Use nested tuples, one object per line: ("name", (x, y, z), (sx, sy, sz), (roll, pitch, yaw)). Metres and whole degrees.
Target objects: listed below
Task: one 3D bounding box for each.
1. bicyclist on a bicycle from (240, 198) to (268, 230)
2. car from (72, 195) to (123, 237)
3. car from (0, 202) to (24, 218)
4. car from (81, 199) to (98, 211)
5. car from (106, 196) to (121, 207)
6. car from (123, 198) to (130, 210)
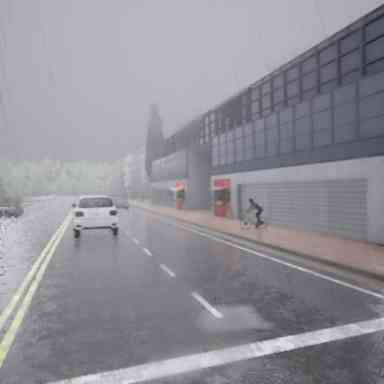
("bicyclist on a bicycle", (3.198, 1.143, 17.145), (1.656, 1.620, 0.582), (-1, 0, -18))
("car", (-5.354, 1.197, 18.376), (2.150, 2.045, 5.566), (-1, 0, -18))
("car", (-16.823, 1.656, 30.649), (1.994, 1.385, 4.181), (-1, 0, -17))
("car", (-13.058, 1.559, 42.367), (1.895, 1.301, 4.718), (-1, 0, -17))
("car", (-11.706, 1.418, 49.365), (1.812, 1.442, 4.674), (-1, 0, -18))
("car", (-8.665, 1.446, 40.049), (2.033, 1.411, 5.357), (-1, 0, -17))
